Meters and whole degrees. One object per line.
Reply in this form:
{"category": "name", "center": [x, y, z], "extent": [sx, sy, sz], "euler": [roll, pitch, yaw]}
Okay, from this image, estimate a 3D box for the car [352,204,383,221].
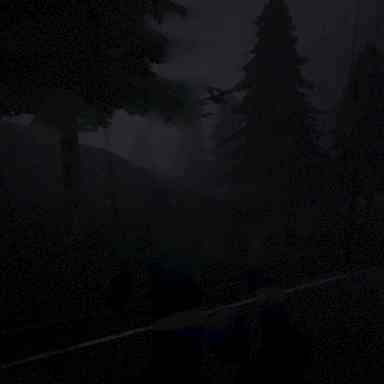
{"category": "car", "center": [14.029, 1.616, 25.060], "extent": [1.895, 1.301, 4.718], "euler": [0, 0, -36]}
